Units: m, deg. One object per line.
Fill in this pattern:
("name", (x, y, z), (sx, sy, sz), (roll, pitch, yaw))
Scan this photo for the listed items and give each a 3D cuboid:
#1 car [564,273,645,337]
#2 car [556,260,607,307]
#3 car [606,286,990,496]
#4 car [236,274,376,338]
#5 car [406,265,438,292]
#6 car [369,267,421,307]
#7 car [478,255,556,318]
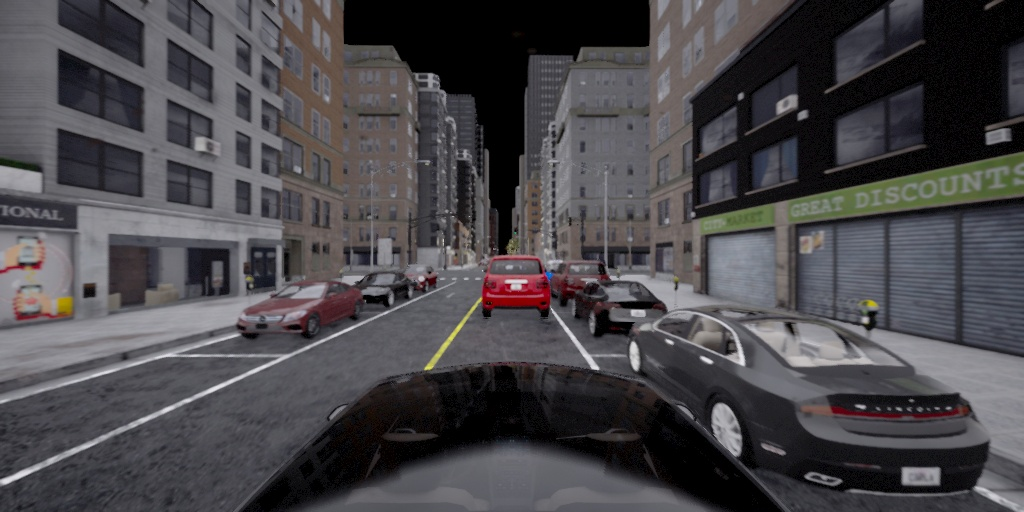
("car", (2.861, 1.340, 10.211), (1.948, 1.339, 4.313), (0, 0, 0))
("car", (2.863, 1.104, 15.735), (2.192, 1.841, 5.009), (0, 0, 0))
("car", (2.859, 1.309, 4.687), (2.007, 1.370, 4.403), (0, 0, 0))
("car", (-5.665, 1.356, 10.207), (1.802, 1.307, 4.207), (0, 0, 0))
("car", (-5.661, 1.245, 21.256), (1.967, 1.591, 4.097), (0, 0, 0))
("car", (-5.663, 1.355, 15.731), (1.948, 1.339, 4.313), (0, 0, 0))
("car", (0.110, 1.003, 13.142), (2.150, 2.045, 5.566), (0, 0, 0))
